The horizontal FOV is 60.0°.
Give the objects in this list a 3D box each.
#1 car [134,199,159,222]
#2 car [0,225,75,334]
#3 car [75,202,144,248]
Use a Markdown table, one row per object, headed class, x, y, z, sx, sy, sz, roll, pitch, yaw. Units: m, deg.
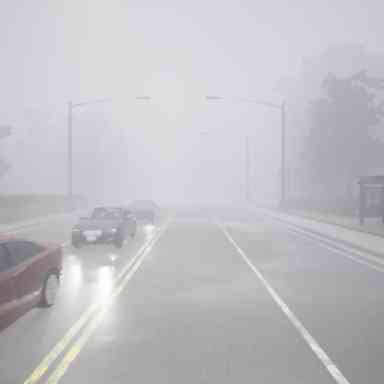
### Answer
| class | x | y | z | sx | sy | sz | roll | pitch | yaw |
| --- | --- | --- | --- | --- | --- | --- | --- | --- | --- |
| car | -3.574 | 1.299 | 24.732 | 1.882 | 1.535 | 5.008 | 0 | 0 | 0 |
| car | -3.600 | 1.441 | 4.907 | 1.882 | 1.535 | 5.008 | 0 | 0 | 0 |
| car | -3.595 | 1.387 | 14.356 | 2.128 | 1.511 | 4.902 | 0 | 0 | 0 |
